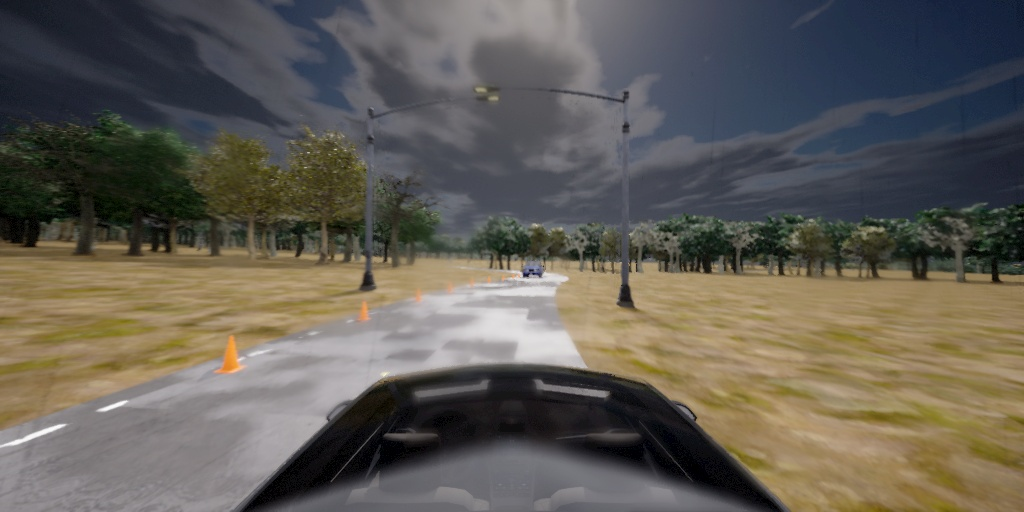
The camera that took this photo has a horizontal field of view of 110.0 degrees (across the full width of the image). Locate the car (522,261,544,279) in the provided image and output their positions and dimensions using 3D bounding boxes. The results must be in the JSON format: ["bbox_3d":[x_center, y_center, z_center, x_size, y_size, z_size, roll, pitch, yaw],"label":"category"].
[{"bbox_3d":[2.591,1.618,43.038,2.150,2.045,5.566,0,-1,9],"label":"car"}]

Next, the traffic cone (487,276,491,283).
[{"bbox_3d":[-1.995,2.039,31.490,0.340,0.580,0.340,0,0,12],"label":"traffic cone"}]

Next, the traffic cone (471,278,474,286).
[{"bbox_3d":[-2.933,1.929,26.480,0.340,0.580,0.340,0,0,10],"label":"traffic cone"}]

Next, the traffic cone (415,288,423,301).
[{"bbox_3d":[-4.261,1.763,16.371,0.340,0.580,0.340,0,0,5],"label":"traffic cone"}]

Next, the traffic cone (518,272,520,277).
[{"bbox_3d":[0.945,2.407,46.014,0.340,0.580,0.340,0,0,8],"label":"traffic cone"}]

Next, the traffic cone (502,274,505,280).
[{"bbox_3d":[-0.877,2.164,36.454,0.340,0.580,0.340,0,0,14],"label":"traffic cone"}]

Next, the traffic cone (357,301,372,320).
[{"bbox_3d":[-4.648,1.708,11.287,0.340,0.580,0.340,0,0,3],"label":"traffic cone"}]

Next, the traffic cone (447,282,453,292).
[{"bbox_3d":[-3.690,1.837,21.438,0.340,0.580,0.340,0,0,7],"label":"traffic cone"}]

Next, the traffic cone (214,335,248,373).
[{"bbox_3d":[-4.850,1.671,6.191,0.340,0.580,0.340,0,0,1],"label":"traffic cone"}]

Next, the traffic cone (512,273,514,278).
[{"bbox_3d":[0.150,2.285,41.212,0.340,0.580,0.340,0,0,11],"label":"traffic cone"}]
